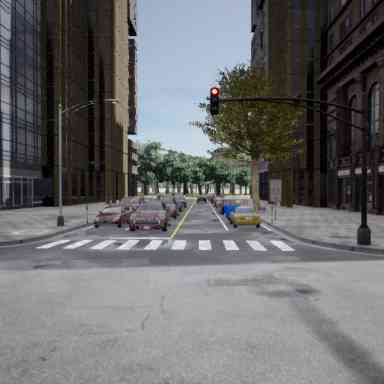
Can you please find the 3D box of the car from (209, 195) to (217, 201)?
[{"bbox_3d":[4.964,1.431,78.469,1.802,1.307,4.206,0,0,2],"label":"car"}]

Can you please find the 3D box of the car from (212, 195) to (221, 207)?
[{"bbox_3d":[4.030,1.467,44.577,1.752,1.417,4.829,-1,0,2],"label":"car"}]

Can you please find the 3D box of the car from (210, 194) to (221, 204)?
[{"bbox_3d":[4.182,1.472,50.084,1.887,1.381,4.507,-1,0,2],"label":"car"}]

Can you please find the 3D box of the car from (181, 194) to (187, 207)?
[{"bbox_3d":[-1.701,1.438,47.980,1.837,1.490,4.892,0,0,2],"label":"car"}]

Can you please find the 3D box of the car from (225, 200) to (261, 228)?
[{"bbox_3d":[3.404,1.509,21.867,1.752,1.417,4.829,-1,0,2],"label":"car"}]

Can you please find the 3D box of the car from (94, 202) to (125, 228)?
[{"bbox_3d":[-5.122,1.566,21.923,1.802,1.307,4.206,-1,0,2],"label":"car"}]

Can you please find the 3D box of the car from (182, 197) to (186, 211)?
[{"bbox_3d":[-2.003,1.557,38.056,1.895,1.301,4.718,0,0,2],"label":"car"}]

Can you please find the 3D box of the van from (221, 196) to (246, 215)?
[{"bbox_3d":[3.554,1.317,27.375,1.690,1.788,3.998,-1,0,2],"label":"van"}]

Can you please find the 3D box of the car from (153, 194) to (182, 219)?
[{"bbox_3d":[-2.255,1.325,28.988,2.097,1.767,4.553,0,0,2],"label":"car"}]

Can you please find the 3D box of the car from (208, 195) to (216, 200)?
[{"bbox_3d":[5.276,1.381,89.823,1.947,1.339,4.313,0,0,2],"label":"car"}]

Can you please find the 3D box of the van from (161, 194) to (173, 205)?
[{"bbox_3d":[-4.186,1.254,55.989,1.690,1.788,3.998,0,0,2],"label":"van"}]

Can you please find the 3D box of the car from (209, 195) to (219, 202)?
[{"bbox_3d":[4.807,1.417,72.791,2.008,1.369,4.403,0,0,2],"label":"car"}]

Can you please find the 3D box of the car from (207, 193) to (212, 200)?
[{"bbox_3d":[4.493,1.212,61.437,2.192,1.841,5.009,-1,0,2],"label":"car"}]

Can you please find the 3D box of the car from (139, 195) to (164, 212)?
[{"bbox_3d":[-4.655,1.270,38.957,2.192,1.841,5.009,-1,0,2],"label":"car"}]

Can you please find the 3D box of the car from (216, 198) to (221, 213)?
[{"bbox_3d":[3.713,1.532,33.053,1.947,1.339,4.313,-1,0,2],"label":"car"}]

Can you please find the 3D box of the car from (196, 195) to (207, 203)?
[{"bbox_3d":[1.959,1.390,65.843,1.837,1.490,4.892,0,0,2],"label":"car"}]

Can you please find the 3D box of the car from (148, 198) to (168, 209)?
[{"bbox_3d":[-4.497,1.492,44.635,2.008,1.369,4.403,-1,0,2],"label":"car"}]

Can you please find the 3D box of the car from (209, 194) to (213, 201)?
[{"bbox_3d":[4.338,1.463,55.761,2.008,1.369,4.403,-1,0,2],"label":"car"}]

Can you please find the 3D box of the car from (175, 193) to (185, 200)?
[{"bbox_3d":[-3.248,1.130,90.053,2.192,1.841,5.009,0,0,2],"label":"car"}]

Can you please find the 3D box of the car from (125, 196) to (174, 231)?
[{"bbox_3d":[-2.442,1.338,20.178,2.097,1.767,4.553,0,0,0],"label":"car"}]

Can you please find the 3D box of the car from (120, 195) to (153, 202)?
[{"bbox_3d":[-4.969,1.291,27.601,2.192,1.841,5.009,-1,0,2],"label":"car"}]

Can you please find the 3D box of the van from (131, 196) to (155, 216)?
[{"bbox_3d":[-4.812,1.307,33.279,1.690,1.788,3.998,-1,0,2],"label":"van"}]

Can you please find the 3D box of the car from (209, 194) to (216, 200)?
[{"bbox_3d":[5.124,1.357,84.315,1.752,1.417,4.829,0,0,2],"label":"car"}]
